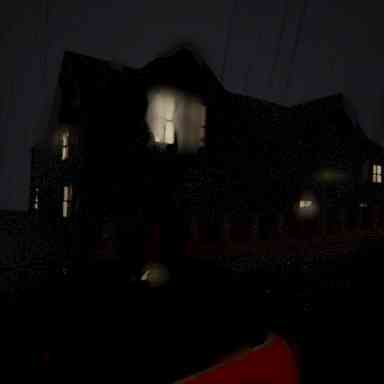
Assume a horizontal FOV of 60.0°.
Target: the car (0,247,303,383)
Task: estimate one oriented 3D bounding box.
[{"bbox_3d":[-1.375,1.349,2.003,4.553,1.767,2.097,0,0,-35],"label":"car"}]
